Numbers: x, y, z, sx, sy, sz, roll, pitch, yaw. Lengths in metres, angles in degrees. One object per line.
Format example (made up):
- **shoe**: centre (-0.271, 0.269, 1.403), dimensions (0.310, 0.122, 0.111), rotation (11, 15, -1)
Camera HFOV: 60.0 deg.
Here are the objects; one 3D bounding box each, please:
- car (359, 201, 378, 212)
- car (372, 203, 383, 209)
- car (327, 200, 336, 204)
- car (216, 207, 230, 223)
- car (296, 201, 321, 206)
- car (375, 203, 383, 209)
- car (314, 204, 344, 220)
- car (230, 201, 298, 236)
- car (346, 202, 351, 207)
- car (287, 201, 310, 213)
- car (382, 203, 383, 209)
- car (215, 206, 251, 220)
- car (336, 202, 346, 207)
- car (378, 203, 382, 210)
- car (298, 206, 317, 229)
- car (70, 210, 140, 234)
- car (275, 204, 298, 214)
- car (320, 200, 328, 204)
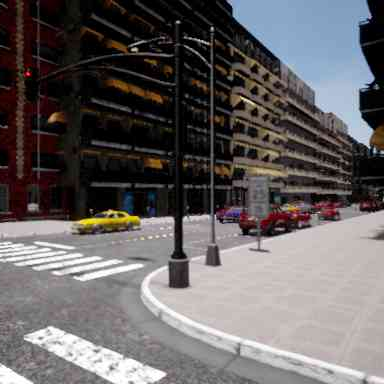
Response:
- **car**: centre (30.766, 2.527, 58.596), dimensions (2.192, 1.841, 5.009), rotation (-1, -2, 35)
- **car**: centre (40.514, 3.053, 72.508), dimensions (1.887, 1.381, 4.507), rotation (-1, -2, 35)
- **car**: centre (27.143, 2.650, 67.973), dimensions (2.192, 1.841, 5.009), rotation (-1, -2, 35)
- **car**: centre (4.149, 2.147, 30.587), dimensions (1.895, 1.301, 4.718), rotation (0, -1, 35)
- **car**: centre (16.620, 2.481, 48.225), dimensions (2.033, 1.411, 5.357), rotation (0, -1, 35)
- **car**: centre (43.767, 3.171, 77.143), dimensions (1.947, 1.339, 4.313), rotation (-1, -2, 35)
- **car**: centre (14.526, 2.289, 35.393), dimensions (1.802, 1.307, 4.206), rotation (-2, -2, 35)
- **car**: centre (4.779, 1.716, 21.483), dimensions (2.192, 1.841, 5.009), rotation (-2, -2, 35)
- **car**: centre (40.141, 3.292, 86.526), dimensions (1.947, 1.339, 4.313), rotation (-1, -2, 35)
- **car**: centre (17.397, 2.350, 54.056), dimensions (2.192, 1.841, 5.009), rotation (-1, -2, 35)
- **car**: centre (37.266, 2.976, 67.868), dimensions (1.947, 1.339, 4.313), rotation (-1, -2, 35)
- **car**: centre (4.405, 2.174, 35.493), dimensions (1.887, 1.381, 4.507), rotation (-1, -2, 35)
- **car**: centre (33.642, 3.077, 77.247), dimensions (1.887, 1.381, 4.507), rotation (-1, -2, 35)
- **car**: centre (34.015, 2.627, 63.236), dimensions (2.192, 1.841, 5.009), rotation (-1, -2, 35)
- **car**: centre (8.029, 2.048, 26.116), dimensions (1.887, 1.381, 4.507), rotation (-2, -2, 35)
- **car**: centre (-5.439, 1.843, 21.436), dimensions (1.752, 1.417, 4.829), rotation (-1, -2, 35)
- **car**: centre (14.052, 2.456, 49.272), dimensions (1.752, 1.417, 4.829), rotation (-1, -2, 35)
- **car**: centre (23.897, 2.781, 63.329), dimensions (1.887, 1.381, 4.507), rotation (-1, -2, 35)
